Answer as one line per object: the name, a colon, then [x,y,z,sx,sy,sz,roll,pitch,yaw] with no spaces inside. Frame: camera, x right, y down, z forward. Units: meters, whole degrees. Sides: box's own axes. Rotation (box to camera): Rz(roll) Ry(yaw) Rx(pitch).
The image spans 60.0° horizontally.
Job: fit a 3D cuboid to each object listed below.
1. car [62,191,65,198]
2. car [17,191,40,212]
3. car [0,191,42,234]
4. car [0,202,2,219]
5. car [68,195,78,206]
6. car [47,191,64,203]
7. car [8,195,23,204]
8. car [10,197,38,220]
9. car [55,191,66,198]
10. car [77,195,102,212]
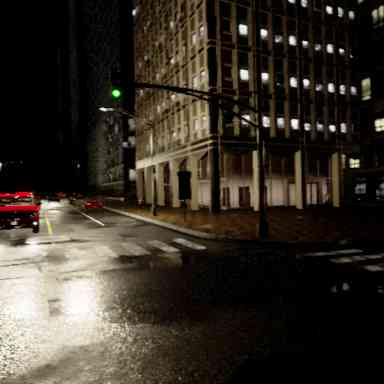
car: [-30.875,0.851,78.850,1.887,1.381,4.507,0,0,-25]
car: [-18.221,0.953,37.191,2.150,2.045,5.566,-1,1,-25]
car: [-9.529,1.097,18.156,2.150,2.045,5.566,-1,1,-25]
car: [-15.297,1.459,24.586,1.802,1.307,4.206,0,0,-25]
car: [-14.723,1.097,43.495,1.752,1.417,4.829,0,0,-25]
car: [-23.056,1.080,55.440,2.033,1.411,5.357,-1,1,-25]
car: [-29.196,1.192,55.012,1.887,1.381,4.507,0,0,-25]
car: [-13.861,1.281,27.642,1.882,1.535,5.008,-1,1,-25]
car: [-33.192,0.583,83.921,2.192,1.841,5.009,0,0,-25]
car: [-10.018,1.231,33.193,1.802,1.307,4.206,0,0,-25]
